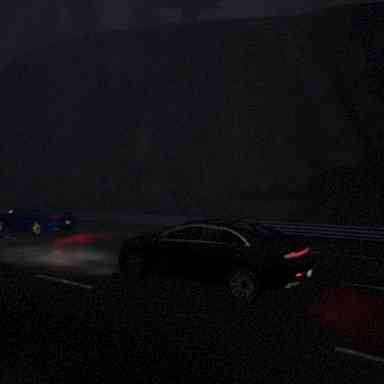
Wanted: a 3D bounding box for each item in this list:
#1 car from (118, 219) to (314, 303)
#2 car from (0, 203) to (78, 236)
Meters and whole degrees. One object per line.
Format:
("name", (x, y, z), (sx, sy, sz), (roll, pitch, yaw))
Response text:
("car", (0.346, 1.403, 8.005), (4.902, 1.511, 2.128), (0, 1, 34))
("car", (-8.264, 1.339, 17.555), (5.008, 1.535, 1.882), (0, 0, 29))
